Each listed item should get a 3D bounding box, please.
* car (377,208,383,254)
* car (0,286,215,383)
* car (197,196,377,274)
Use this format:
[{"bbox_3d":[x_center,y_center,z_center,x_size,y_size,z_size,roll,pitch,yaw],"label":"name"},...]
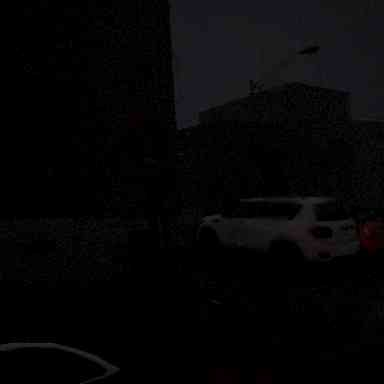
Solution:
[{"bbox_3d":[4.779,1.267,12.375,2.185,1.767,4.553,-1,0,-36],"label":"car"},{"bbox_3d":[-2.090,1.497,1.888,4.902,1.511,2.128,-1,0,-35],"label":"car"},{"bbox_3d":[2.454,1.163,10.789,2.435,2.045,5.566,-1,0,-36],"label":"car"}]
